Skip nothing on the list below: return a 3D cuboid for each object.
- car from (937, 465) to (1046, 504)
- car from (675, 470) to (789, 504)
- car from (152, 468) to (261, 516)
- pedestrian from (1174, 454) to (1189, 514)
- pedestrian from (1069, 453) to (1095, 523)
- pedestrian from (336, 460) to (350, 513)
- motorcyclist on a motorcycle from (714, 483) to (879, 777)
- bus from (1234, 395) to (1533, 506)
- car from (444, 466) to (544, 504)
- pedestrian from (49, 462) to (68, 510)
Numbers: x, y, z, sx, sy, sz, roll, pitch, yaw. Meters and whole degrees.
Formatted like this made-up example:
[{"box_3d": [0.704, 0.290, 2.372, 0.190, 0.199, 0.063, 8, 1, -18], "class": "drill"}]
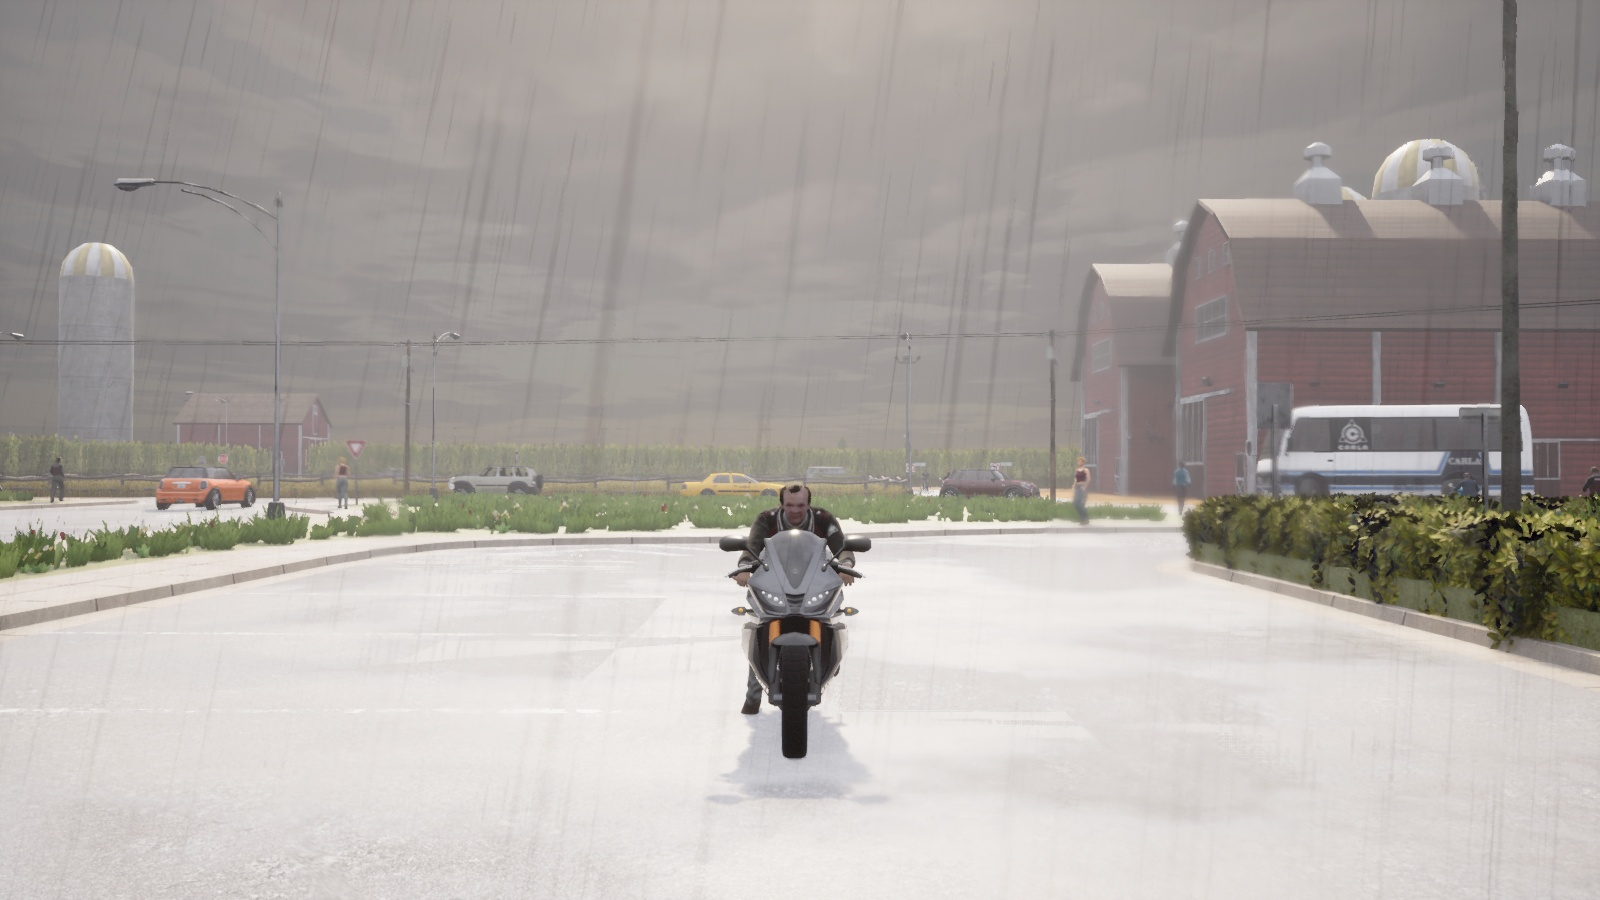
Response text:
[{"box_3d": [8.877, 1.589, 58.289, 4.553, 1.767, 2.097, -1, -1, 26], "class": "car"}, {"box_3d": [-3.219, 1.778, 60.367, 5.366, 1.575, 1.801, 0, -1, 0], "class": "car"}, {"box_3d": [-22.866, 1.579, 48.593, 2.097, 1.767, 4.553, 0, -1, -1], "class": "car"}, {"box_3d": [12.490, 1.107, 41.102, 0.396, 1.930, 0.692, 0, -1, 10], "class": "pedestrian"}, {"box_3d": [7.455, 0.996, 33.184, 0.594, 1.836, 0.345, 0, -1, -30], "class": "pedestrian"}, {"box_3d": [-16.117, 1.276, 44.274, 0.345, 1.836, 0.594, 0, -1, -31], "class": "pedestrian"}, {"box_3d": [-0.023, 0.979, 7.742, 0.866, 1.530, 2.191, 0, -1, 0], "class": "motorcyclist on a motorcycle"}, {"box_3d": [23.575, 0.121, 51.415, 10.273, 4.253, 3.944, -1, -3, 6], "class": "bus"}, {"box_3d": [-15.519, 1.764, 63.899, 4.605, 1.855, 1.932, 0, -1, 0], "class": "car"}, {"box_3d": [-30.106, 1.445, 50.996, 0.402, 1.930, 0.666, 0, -1, -4], "class": "pedestrian"}]
